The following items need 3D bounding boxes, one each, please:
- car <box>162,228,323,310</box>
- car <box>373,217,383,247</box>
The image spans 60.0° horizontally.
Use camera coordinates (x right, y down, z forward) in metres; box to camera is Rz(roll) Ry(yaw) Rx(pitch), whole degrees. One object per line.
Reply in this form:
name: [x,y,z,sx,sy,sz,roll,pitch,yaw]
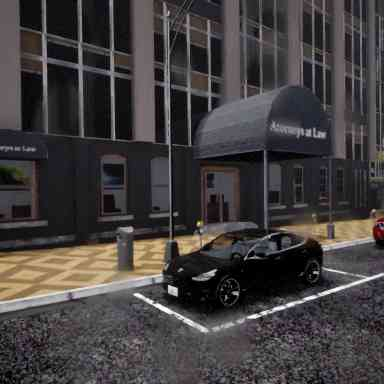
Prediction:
car: [1.360,1.564,7.838,4.313,1.339,1.947,0,-1,-37]
car: [9.633,1.310,14.045,5.009,1.841,2.192,0,-1,-37]
